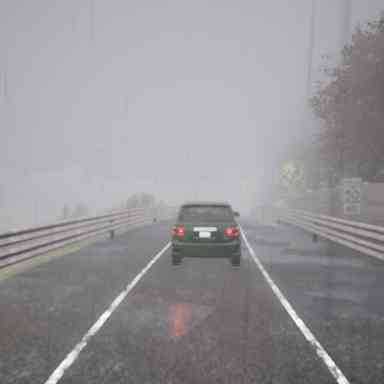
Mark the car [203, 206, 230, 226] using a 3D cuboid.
[{"bbox_3d":[2.042,1.880,26.996,1.994,1.385,4.181,0,-2,5],"label":"car"}]

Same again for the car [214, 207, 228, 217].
[{"bbox_3d":[4.590,3.146,51.931,1.994,1.385,4.181,0,-4,7],"label":"car"}]

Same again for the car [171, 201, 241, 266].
[{"bbox_3d":[0.570,1.319,12.152,2.150,2.045,5.566,0,0,4],"label":"car"}]

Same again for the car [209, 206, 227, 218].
[{"bbox_3d":[3.183,2.374,39.578,1.994,1.385,4.181,0,-3,6],"label":"car"}]
